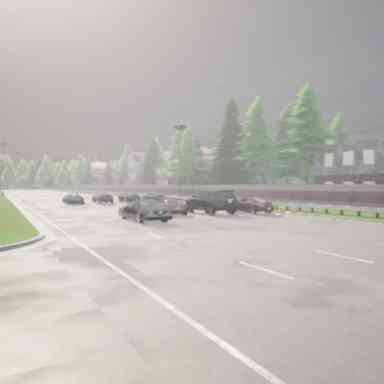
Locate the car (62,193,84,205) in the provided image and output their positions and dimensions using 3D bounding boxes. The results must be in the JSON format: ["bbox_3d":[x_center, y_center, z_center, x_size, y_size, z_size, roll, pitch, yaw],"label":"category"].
[{"bbox_3d":[-14.815,0.827,41.352,1.994,1.385,4.181,0,1,-30],"label":"car"}]

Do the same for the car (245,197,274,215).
[{"bbox_3d":[4.957,1.127,28.387,1.812,1.442,4.674,0,1,-30],"label":"car"}]

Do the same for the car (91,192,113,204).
[{"bbox_3d":[-11.514,0.770,42.643,1.837,1.490,4.892,0,0,-30],"label":"car"}]

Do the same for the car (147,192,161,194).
[{"bbox_3d":[-5.468,0.759,46.169,1.837,1.490,4.892,0,0,-30],"label":"car"}]

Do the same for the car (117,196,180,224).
[{"bbox_3d":[-3.103,1.199,21.376,2.033,1.411,5.357,0,1,-30],"label":"car"}]

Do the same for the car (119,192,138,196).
[{"bbox_3d":[-8.488,0.764,44.401,1.837,1.490,4.892,0,0,-30],"label":"car"}]

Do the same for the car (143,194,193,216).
[{"bbox_3d":[-2.030,1.145,26.466,1.994,1.385,4.181,0,1,-30],"label":"car"}]

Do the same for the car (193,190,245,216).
[{"bbox_3d":[1.506,0.812,27.354,2.150,2.045,5.566,0,1,-30],"label":"car"}]
